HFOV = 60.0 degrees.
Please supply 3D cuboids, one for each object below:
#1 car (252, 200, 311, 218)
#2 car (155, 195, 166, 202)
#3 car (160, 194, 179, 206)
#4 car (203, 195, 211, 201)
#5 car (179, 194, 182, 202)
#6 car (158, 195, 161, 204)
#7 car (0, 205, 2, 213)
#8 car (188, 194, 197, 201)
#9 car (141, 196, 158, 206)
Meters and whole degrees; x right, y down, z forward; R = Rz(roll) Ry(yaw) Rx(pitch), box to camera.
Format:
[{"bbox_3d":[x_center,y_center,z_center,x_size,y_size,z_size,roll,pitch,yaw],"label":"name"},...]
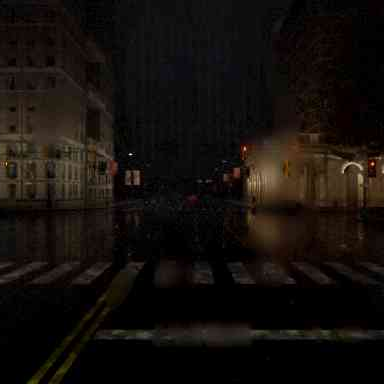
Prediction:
[{"bbox_3d":[7.861,1.477,29.409,5.008,1.535,1.882,0,0,0],"label":"car"},{"bbox_3d":[-6.913,1.500,73.914,1.837,1.490,4.892,0,0,1],"label":"car"},{"bbox_3d":[-3.584,1.505,54.260,1.837,1.490,4.892,0,0,1],"label":"car"},{"bbox_3d":[3.633,1.464,78.607,2.033,1.411,5.357,0,0,1],"label":"car"},{"bbox_3d":[-3.534,1.547,64.503,2.033,1.411,5.357,0,0,2],"label":"car"},{"bbox_3d":[-7.049,1.564,63.785,1.994,1.385,4.181,0,0,2],"label":"car"},{"bbox_3d":[-19.554,1.504,29.547,4.892,1.490,1.837,0,0,0],"label":"car"},{"bbox_3d":[0.133,1.279,78.610,2.097,1.767,4.553,0,0,1],"label":"car"},{"bbox_3d":[-7.085,1.505,54.279,1.837,1.490,4.892,0,0,0],"label":"car"}]
